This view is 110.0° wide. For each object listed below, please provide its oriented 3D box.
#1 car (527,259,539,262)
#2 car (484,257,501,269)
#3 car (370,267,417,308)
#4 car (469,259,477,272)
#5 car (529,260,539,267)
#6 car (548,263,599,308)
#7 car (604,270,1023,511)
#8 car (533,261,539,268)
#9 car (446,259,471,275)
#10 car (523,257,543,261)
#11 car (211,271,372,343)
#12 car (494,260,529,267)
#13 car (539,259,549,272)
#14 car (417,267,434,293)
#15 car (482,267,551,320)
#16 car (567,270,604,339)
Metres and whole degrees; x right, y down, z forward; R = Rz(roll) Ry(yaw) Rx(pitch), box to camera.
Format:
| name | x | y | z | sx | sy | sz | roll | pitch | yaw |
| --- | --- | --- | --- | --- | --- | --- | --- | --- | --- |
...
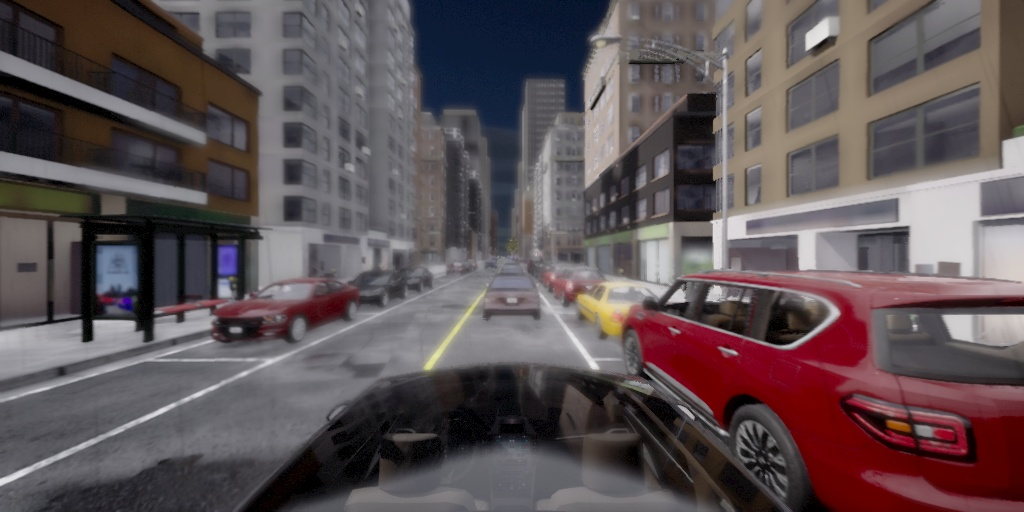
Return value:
| name | x | y | z | sx | sy | sz | roll | pitch | yaw |
| --- | --- | --- | --- | --- | --- | --- | --- | --- | --- |
| car | 2.817 | 1.273 | 37.269 | 1.948 | 1.339 | 4.313 | 0 | 0 | 0 |
| car | -3.085 | 1.236 | 53.636 | 2.033 | 1.411 | 5.357 | 0 | 0 | 0 |
| car | -5.684 | 1.300 | 15.151 | 1.948 | 1.339 | 4.313 | 0 | 0 | 0 |
| car | -5.715 | 1.267 | 42.776 | 1.948 | 1.339 | 4.313 | 0 | 0 | 0 |
| car | 2.823 | 1.265 | 31.745 | 2.007 | 1.370 | 4.403 | 0 | 0 | 0 |
| car | 2.842 | 1.174 | 15.175 | 1.967 | 1.591 | 4.097 | 0 | 0 | 0 |
| car | 2.855 | 1.062 | 4.127 | 2.192 | 1.841 | 5.009 | 0 | 0 | 0 |
| car | 2.830 | 1.271 | 26.222 | 2.007 | 1.370 | 4.403 | 0 | 0 | 0 |
| car | -5.709 | 1.290 | 37.251 | 1.802 | 1.307 | 4.207 | 0 | 0 | 0 |
| car | 2.811 | 1.016 | 42.793 | 2.192 | 1.841 | 5.009 | 0 | 0 | 0 |
| car | -5.677 | 1.286 | 9.626 | 1.888 | 1.381 | 4.507 | 0 | 0 | 0 |
| car | -0.004 | 1.267 | 27.537 | 2.033 | 1.411 | 5.357 | 0 | 0 | 0 |
| car | 2.836 | 1.167 | 20.698 | 1.967 | 1.591 | 4.097 | 0 | 0 | 0 |
| car | -5.690 | 1.293 | 20.676 | 1.948 | 1.339 | 4.313 | 0 | 0 | 0 |
| car | 0.013 | 1.285 | 12.529 | 2.033 | 1.411 | 5.357 | 0 | 0 | 1 |
| car | 2.848 | 1.266 | 9.821 | 1.751 | 1.417 | 4.829 | 0 | 0 | 0 |
